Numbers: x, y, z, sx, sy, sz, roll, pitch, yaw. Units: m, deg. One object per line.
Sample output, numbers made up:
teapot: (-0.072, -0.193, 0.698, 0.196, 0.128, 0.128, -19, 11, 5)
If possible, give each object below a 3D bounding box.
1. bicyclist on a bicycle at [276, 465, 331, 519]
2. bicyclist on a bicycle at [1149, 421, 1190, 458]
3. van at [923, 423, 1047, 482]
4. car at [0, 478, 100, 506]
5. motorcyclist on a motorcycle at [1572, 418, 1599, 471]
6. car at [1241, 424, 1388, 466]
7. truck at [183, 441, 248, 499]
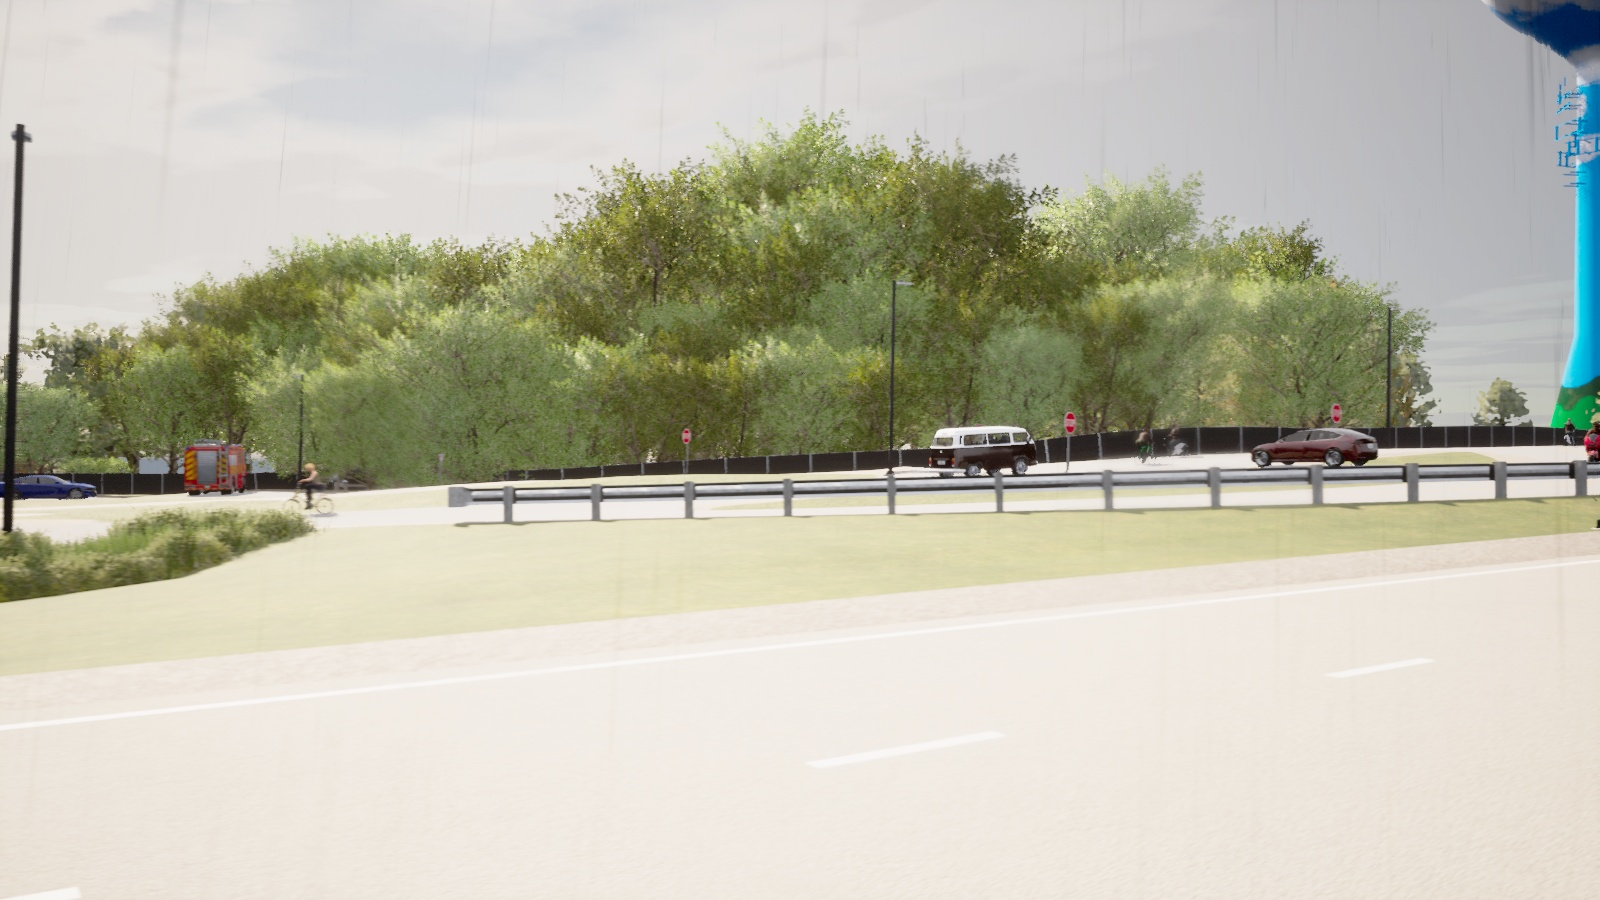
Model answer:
bicyclist on a bicycle: (-15.284, 1.286, 38.705, 1.509, 1.612, 0.866, -2, 0, -21)
bicyclist on a bicycle: (18.414, -0.538, 62.600, 1.843, 1.776, 0.659, -2, -1, -14)
van: (7.233, 0.067, 49.063, 4.480, 2.038, 2.069, -4, 2, -34)
car: (-43.208, 2.381, 72.127, 5.008, 1.535, 1.882, 0, 0, -19)
motorcyclist on a motorcycle: (23.324, -0.179, 36.754, 0.797, 1.523, 2.044, -1, 1, 44)
car: (19.818, -0.184, 48.528, 2.163, 1.488, 4.792, -3, 1, -36)
truck: (-41.282, 1.401, 88.972, 2.891, 3.827, 8.468, -1, 0, -16)
